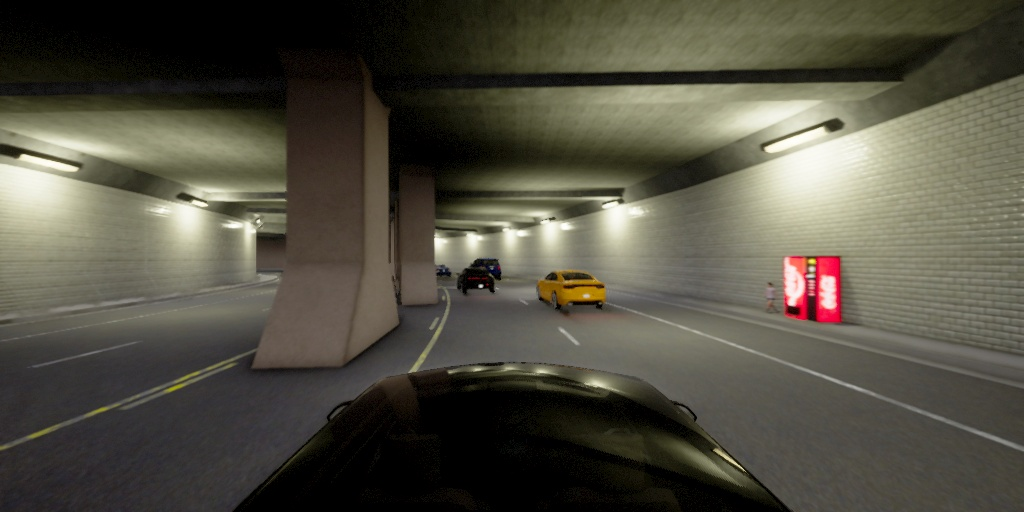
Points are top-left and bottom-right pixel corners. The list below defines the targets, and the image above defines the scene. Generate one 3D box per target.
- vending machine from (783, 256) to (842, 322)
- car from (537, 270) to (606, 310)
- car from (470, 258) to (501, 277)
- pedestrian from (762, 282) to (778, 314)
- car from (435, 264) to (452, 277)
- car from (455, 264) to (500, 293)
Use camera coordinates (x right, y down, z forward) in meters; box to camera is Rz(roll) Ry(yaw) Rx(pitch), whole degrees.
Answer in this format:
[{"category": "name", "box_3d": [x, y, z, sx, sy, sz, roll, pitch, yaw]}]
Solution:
[{"category": "vending machine", "box_3d": [8.973, 0.979, 10.746, 1.100, 2.100, 0.880, 0, 0, -5]}, {"category": "car", "box_3d": [2.378, 1.326, 15.517, 1.882, 1.535, 5.008, 0, 0, -8]}, {"category": "car", "box_3d": [-2.747, 1.245, 35.101, 2.150, 2.045, 5.566, 0, 0, -21]}, {"category": "pedestrian", "box_3d": [8.559, 1.315, 11.827, 0.500, 1.100, 0.500, 0, 0, -6]}, {"category": "car", "box_3d": [-8.263, 1.633, 39.820, 2.033, 1.411, 5.357, 0, -1, -27]}, {"category": "car", "box_3d": [-2.343, 1.432, 22.285, 1.837, 1.490, 4.892, 0, -1, -15]}]
